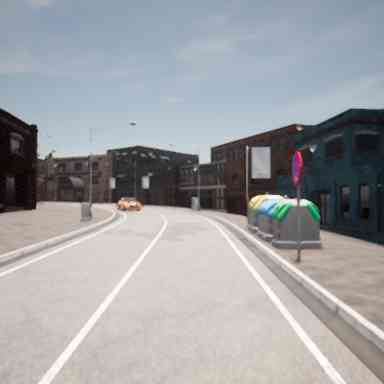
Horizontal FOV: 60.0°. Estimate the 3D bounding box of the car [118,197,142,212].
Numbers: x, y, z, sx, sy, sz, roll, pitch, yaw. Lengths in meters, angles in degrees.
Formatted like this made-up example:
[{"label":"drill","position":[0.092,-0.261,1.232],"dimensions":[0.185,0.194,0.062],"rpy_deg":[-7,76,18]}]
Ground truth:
[{"label":"car","position":[-7.649,1.437,40.705],"dimensions":[2.097,1.767,4.553],"rpy_deg":[0,0,-25]}]
